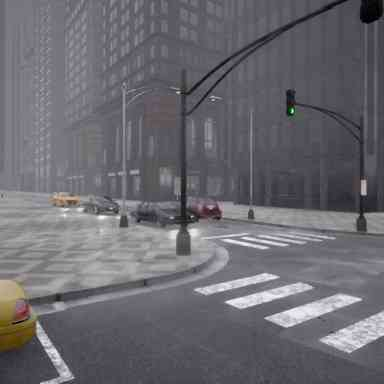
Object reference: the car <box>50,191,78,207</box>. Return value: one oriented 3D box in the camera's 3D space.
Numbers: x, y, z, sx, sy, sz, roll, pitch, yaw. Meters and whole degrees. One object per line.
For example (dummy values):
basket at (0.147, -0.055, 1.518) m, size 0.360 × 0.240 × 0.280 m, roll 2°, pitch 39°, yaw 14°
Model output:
car at (-13.873, 0.799, 36.627) m, size 1.882 × 1.535 × 5.008 m, roll 0°, pitch 1°, yaw -35°

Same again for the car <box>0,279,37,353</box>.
car at (-4.357, 1.525, 3.536) m, size 4.829 × 1.417 × 1.752 m, roll 0°, pitch 0°, yaw -36°

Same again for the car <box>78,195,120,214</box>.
car at (-7.775, 1.012, 28.182) m, size 1.837 × 1.490 × 4.892 m, roll 0°, pitch 1°, yaw -36°

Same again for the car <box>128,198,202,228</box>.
car at (-2.006, 1.237, 20.199) m, size 2.033 × 1.411 × 5.357 m, roll 0°, pitch 1°, yaw -36°

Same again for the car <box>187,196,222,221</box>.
car at (-0.043, 1.025, 22.946) m, size 2.097 × 1.767 × 4.553 m, roll 0°, pitch 1°, yaw -36°

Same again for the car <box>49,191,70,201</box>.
car at (-20.442, 0.565, 51.152) m, size 1.837 × 1.490 × 4.892 m, roll 0°, pitch 1°, yaw -36°
